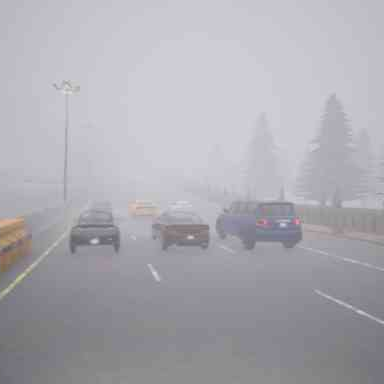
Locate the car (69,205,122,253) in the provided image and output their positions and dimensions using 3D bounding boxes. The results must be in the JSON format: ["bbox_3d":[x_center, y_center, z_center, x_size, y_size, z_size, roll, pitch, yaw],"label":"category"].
[{"bbox_3d":[-3.997,1.532,14.015,2.128,1.511,4.902,1,0,-14],"label":"car"}]

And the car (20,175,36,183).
[{"bbox_3d":[-30.841,-2.437,62.623,1.994,1.385,4.181,1,6,-14],"label":"car"}]

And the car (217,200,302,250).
[{"bbox_3d":[2.863,1.365,15.444,2.150,2.045,5.566,1,0,-14],"label":"car"}]

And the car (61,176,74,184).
[{"bbox_3d":[-24.062,-2.378,64.364,1.837,1.490,4.892,1,6,-14],"label":"car"}]

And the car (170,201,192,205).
[{"bbox_3d":[-0.949,1.501,30.348,1.812,1.442,4.674,1,2,-14],"label":"car"}]

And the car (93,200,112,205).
[{"bbox_3d":[-7.641,1.425,28.253,2.033,1.411,5.357,1,2,-14],"label":"car"}]

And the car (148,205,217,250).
[{"bbox_3d":[-0.651,1.573,15.064,1.882,1.535,5.008,1,0,-14],"label":"car"}]

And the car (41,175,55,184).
[{"bbox_3d":[-27.450,-2.410,63.488,1.812,1.442,4.674,1,6,-14],"label":"car"}]

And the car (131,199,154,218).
[{"bbox_3d":[-4.361,1.394,29.570,1.882,1.535,5.008,1,2,-14],"label":"car"}]
